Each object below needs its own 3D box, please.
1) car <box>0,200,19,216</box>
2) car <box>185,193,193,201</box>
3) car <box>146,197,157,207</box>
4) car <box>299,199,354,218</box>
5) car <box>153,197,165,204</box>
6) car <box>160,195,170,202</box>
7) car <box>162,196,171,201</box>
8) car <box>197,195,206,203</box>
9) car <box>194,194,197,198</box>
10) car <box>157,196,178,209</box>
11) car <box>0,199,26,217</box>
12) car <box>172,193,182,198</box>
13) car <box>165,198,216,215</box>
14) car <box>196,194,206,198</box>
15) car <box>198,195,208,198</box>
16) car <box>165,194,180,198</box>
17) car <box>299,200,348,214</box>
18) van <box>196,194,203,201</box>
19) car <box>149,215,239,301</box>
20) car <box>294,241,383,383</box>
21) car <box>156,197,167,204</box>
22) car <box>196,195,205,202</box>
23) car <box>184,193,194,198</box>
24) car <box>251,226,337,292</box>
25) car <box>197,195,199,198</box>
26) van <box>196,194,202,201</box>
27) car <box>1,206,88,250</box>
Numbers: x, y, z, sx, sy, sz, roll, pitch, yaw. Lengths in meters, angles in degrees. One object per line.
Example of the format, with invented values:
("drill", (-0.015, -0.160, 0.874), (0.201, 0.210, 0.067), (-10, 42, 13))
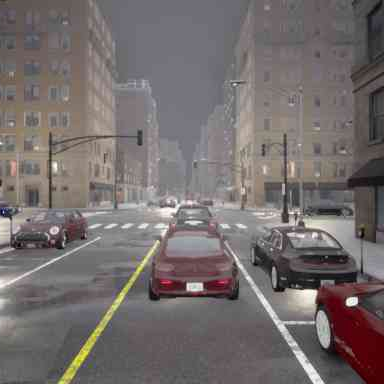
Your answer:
("car", (-17.175, 1.123, 26.890), (5.566, 2.045, 2.150), (0, 0, 0))
("car", (-0.738, 1.382, 90.066), (2.150, 2.045, 5.566), (0, 0, -1))
("car", (-6.131, 1.595, 52.522), (2.008, 1.369, 4.403), (0, 0, -1))
("car", (12.330, 1.409, 30.465), (4.553, 1.767, 2.097), (0, -1, 1))
("car", (-6.267, 1.613, 63.538), (1.887, 1.381, 4.507), (0, 0, -1))
("car", (-6.469, 1.558, 80.061), (1.967, 1.590, 4.097), (0, 0, -1))
("car", (-6.537, 1.721, 85.568), (1.802, 1.307, 4.206), (0, 0, -1))
("car", (2.123, 1.540, 74.651), (1.967, 1.590, 4.097), (0, 0, -1))
("car", (2.191, 1.398, 69.144), (2.192, 1.841, 5.009), (0, 0, -1))
("car", (-3.285, 1.596, 45.177), (1.994, 1.385, 4.181), (0, 0, -1))
("car", (-18.053, 1.416, 30.130), (4.902, 1.511, 2.128), (0, 0, -1))
("car", (-3.486, 1.306, 69.510), (2.150, 2.045, 5.566), (0, 0, -1))
("car", (0.055, 1.357, 15.537), (2.097, 1.767, 4.553), (0, 0, 0))
("car", (2.256, 1.594, 63.807), (1.752, 1.417, 4.829), (0, 0, -1))
("car", (2.393, 1.589, 52.623), (1.887, 1.381, 4.507), (0, 0, -1))
("car", (-3.414, 1.578, 56.330), (1.812, 1.442, 4.674), (0, 0, -1))
("car", (14.607, 1.647, 37.120), (4.674, 1.442, 1.812), (0, 0, 1))
("van", (1.989, 1.480, 85.665), (1.690, 1.788, 3.998), (0, 0, -1))
("car", (0.012, 1.528, 8.233), (1.812, 1.442, 4.674), (0, 0, -1))
("car", (2.667, 1.545, 3.206), (1.887, 1.381, 4.507), (0, 0, 0))
("car", (-6.335, 1.665, 69.045), (1.802, 1.307, 4.206), (0, 0, -1))
("car", (2.056, 1.559, 80.157), (1.967, 1.590, 4.097), (0, 0, -1))
("car", (-0.606, 1.341, 79.348), (2.150, 2.045, 5.566), (0, 0, -1))
("car", (2.651, 1.553, 8.697), (2.008, 1.369, 4.403), (0, 0, 0))
("car", (2.326, 1.622, 58.130), (1.947, 1.339, 4.313), (0, 0, -1))
("van", (1.921, 1.503, 91.171), (1.690, 1.788, 3.998), (0, 0, -1))
("car", (-5.890, 1.445, 14.161), (1.967, 1.590, 4.097), (0, 0, 0))
